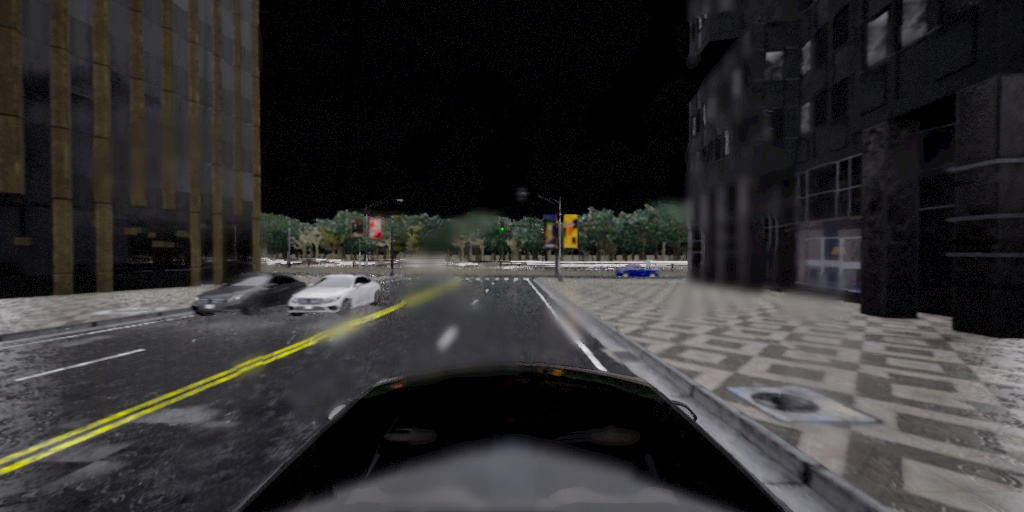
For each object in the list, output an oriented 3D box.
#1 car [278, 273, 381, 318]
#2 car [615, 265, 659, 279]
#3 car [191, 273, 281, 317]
[{"bbox_3d":[-6.605,1.422,13.961,1.812,1.442,4.674,0,-1,0],"label":"car"},{"bbox_3d":[14.912,1.848,42.853,5.008,1.535,1.882,0,1,9],"label":"car"},{"bbox_3d":[-9.855,1.423,14.031,1.812,1.442,4.674,0,-1,0],"label":"car"}]
